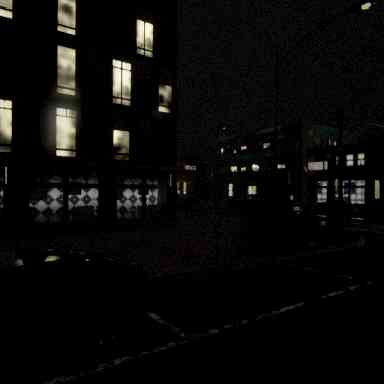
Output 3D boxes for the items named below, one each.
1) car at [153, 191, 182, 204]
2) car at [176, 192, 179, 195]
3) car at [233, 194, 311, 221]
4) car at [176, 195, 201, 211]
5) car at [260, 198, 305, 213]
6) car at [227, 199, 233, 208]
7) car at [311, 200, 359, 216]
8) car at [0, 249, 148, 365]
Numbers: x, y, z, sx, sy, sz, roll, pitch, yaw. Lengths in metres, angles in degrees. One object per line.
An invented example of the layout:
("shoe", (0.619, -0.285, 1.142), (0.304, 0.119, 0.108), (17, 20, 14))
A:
("car", (-3.898, 0.793, 52.097), (2.192, 1.841, 5.009), (1, 0, -36))
("car", (-0.614, 1.101, 47.633), (2.008, 1.369, 4.403), (1, 0, -36))
("car", (5.802, 1.101, 24.801), (2.192, 1.841, 5.009), (1, 0, -36))
("car", (-0.783, 1.230, 33.732), (1.802, 1.307, 4.206), (1, 0, -36))
("car", (9.254, 1.340, 34.236), (1.802, 1.307, 4.206), (1, 0, -36))
("car", (5.966, 1.130, 38.703), (1.967, 1.590, 4.097), (1, 0, -36))
("car", (12.543, 1.371, 29.771), (1.887, 1.381, 4.507), (1, 0, -36))
("car", (-2.695, 1.566, 4.633), (4.313, 1.339, 1.947), (0, 0, -36))
